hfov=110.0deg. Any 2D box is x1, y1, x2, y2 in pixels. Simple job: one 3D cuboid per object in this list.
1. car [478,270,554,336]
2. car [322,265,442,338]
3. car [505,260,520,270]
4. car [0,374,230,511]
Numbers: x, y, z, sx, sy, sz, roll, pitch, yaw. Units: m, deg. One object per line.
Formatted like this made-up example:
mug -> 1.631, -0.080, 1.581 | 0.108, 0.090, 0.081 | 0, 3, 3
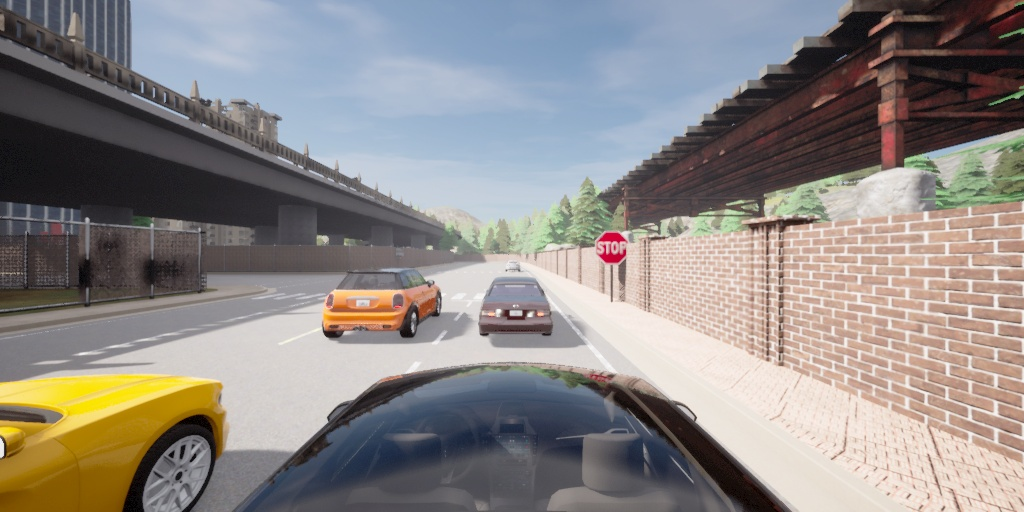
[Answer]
car -> 0.088, 1.295, 10.345 | 2.033, 1.411, 5.357 | 0, 0, 0
car -> -3.414, 1.100, 10.326 | 2.097, 1.767, 4.553 | 0, 0, 0
car -> 0.111, 1.265, 46.225 | 1.812, 1.442, 4.674 | 0, 0, -1
car -> -3.397, 1.228, 1.069 | 1.882, 1.535, 5.008 | 0, 0, 0
